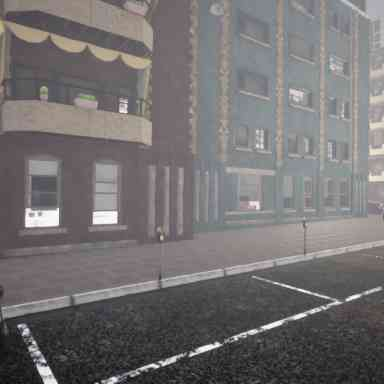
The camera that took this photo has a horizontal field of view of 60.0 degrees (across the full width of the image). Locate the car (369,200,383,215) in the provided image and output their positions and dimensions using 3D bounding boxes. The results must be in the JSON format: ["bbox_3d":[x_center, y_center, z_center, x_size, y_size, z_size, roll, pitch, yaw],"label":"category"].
[{"bbox_3d":[16.168,1.241,32.669,2.192,1.841,5.009,1,0,-36],"label":"car"}]

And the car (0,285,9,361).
[{"bbox_3d":[-4.161,1.566,3.120,4.313,1.339,1.947,0,1,-35],"label":"car"}]
